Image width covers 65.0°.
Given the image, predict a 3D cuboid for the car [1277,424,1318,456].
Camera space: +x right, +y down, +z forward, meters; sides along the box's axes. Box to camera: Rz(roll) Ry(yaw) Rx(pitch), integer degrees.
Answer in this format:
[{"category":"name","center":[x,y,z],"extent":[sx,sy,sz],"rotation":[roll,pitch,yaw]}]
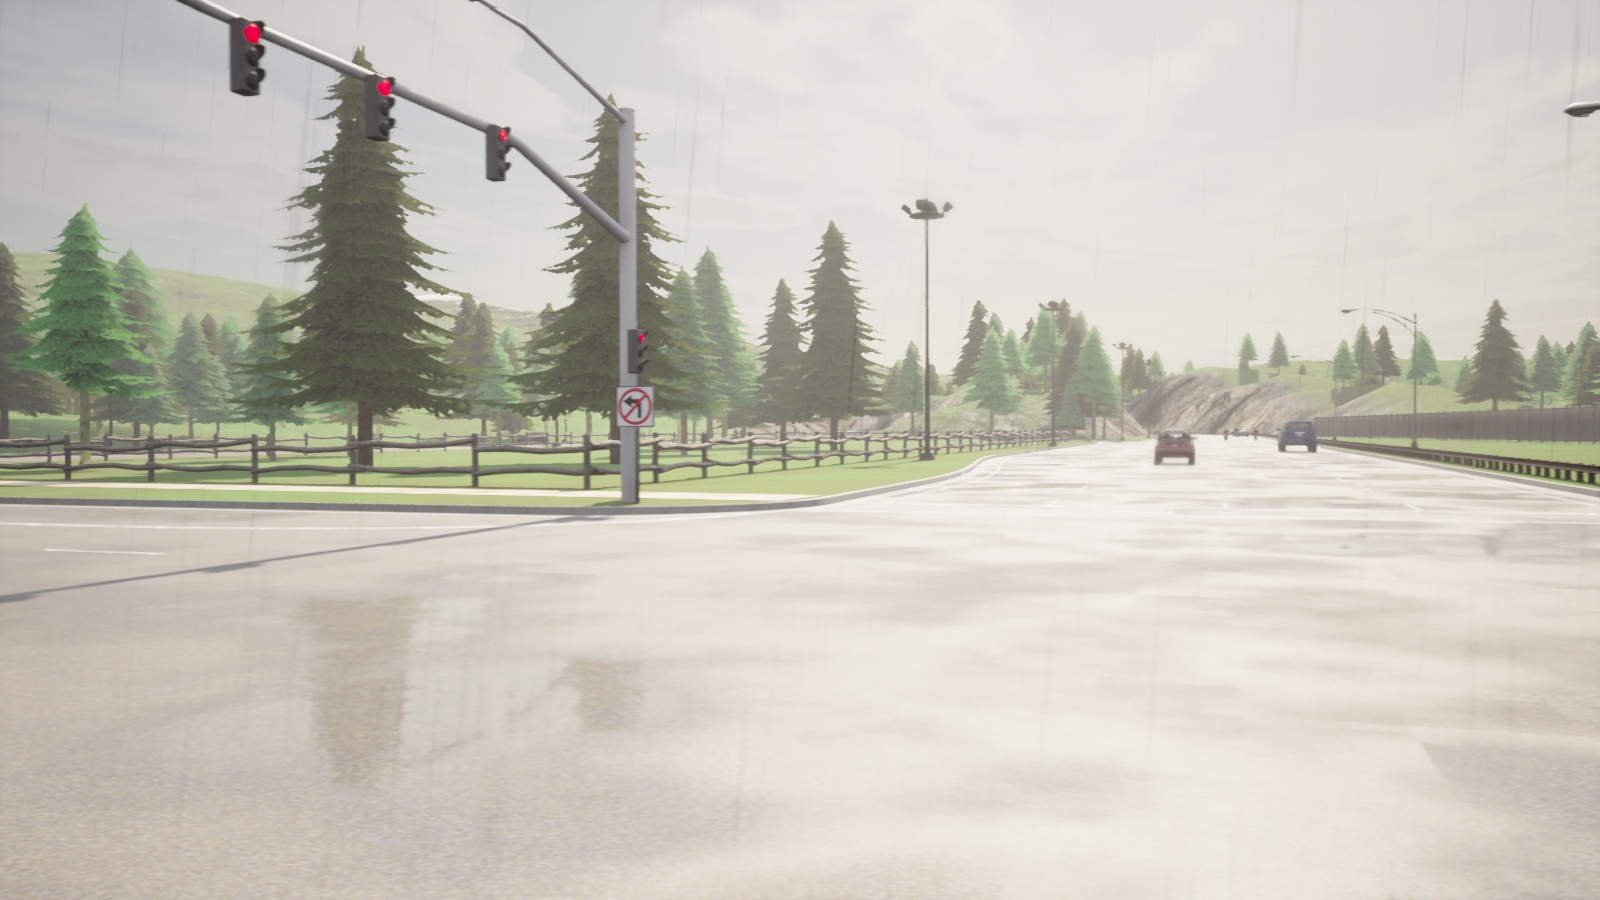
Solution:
[{"category":"car","center":[32.892,-0.663,83.170],"extent":[2.150,2.045,5.566],"rotation":[1,1,18]}]

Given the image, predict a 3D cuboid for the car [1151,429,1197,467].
[{"category":"car","center":[16.915,-0.119,56.678],"extent":[1.851,1.617,3.988],"rotation":[1,1,18]}]
